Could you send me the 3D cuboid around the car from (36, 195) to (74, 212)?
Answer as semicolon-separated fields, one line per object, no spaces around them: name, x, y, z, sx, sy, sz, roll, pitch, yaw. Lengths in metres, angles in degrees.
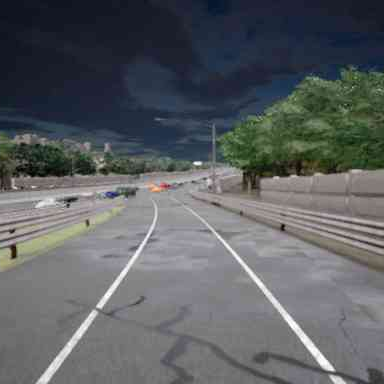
car;-16.055;1.452;38.593;1.812;1.442;4.674;1;3;11

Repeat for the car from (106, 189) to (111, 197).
car;-14.638;0.104;63.541;1.882;1.535;5.008;1;3;11

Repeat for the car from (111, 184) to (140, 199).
car;-11.832;0.034;59.766;2.150;2.045;5.566;1;3;11

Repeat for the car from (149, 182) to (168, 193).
car;-7.863;-0.855;79.253;2.097;1.767;4.553;1;3;12

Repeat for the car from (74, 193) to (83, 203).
car;-17.931;1.094;47.123;1.895;1.301;4.718;1;3;11

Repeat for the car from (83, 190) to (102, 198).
car;-18.546;0.314;61.887;1.895;1.301;4.718;1;3;11
